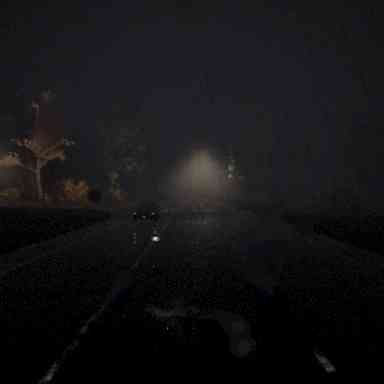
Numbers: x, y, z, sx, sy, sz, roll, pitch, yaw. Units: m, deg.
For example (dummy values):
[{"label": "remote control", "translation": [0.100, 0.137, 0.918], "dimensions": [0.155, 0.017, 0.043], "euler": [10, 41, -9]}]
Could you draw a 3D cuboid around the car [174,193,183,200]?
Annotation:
[{"label": "car", "translation": [-3.685, 1.194, 94.366], "dimensions": [2.150, 2.045, 5.566], "euler": [0, 0, 3]}]

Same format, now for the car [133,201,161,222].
[{"label": "car", "translation": [-3.492, 1.505, 26.475], "dimensions": [1.812, 1.442, 4.674], "euler": [0, 1, 0]}]
